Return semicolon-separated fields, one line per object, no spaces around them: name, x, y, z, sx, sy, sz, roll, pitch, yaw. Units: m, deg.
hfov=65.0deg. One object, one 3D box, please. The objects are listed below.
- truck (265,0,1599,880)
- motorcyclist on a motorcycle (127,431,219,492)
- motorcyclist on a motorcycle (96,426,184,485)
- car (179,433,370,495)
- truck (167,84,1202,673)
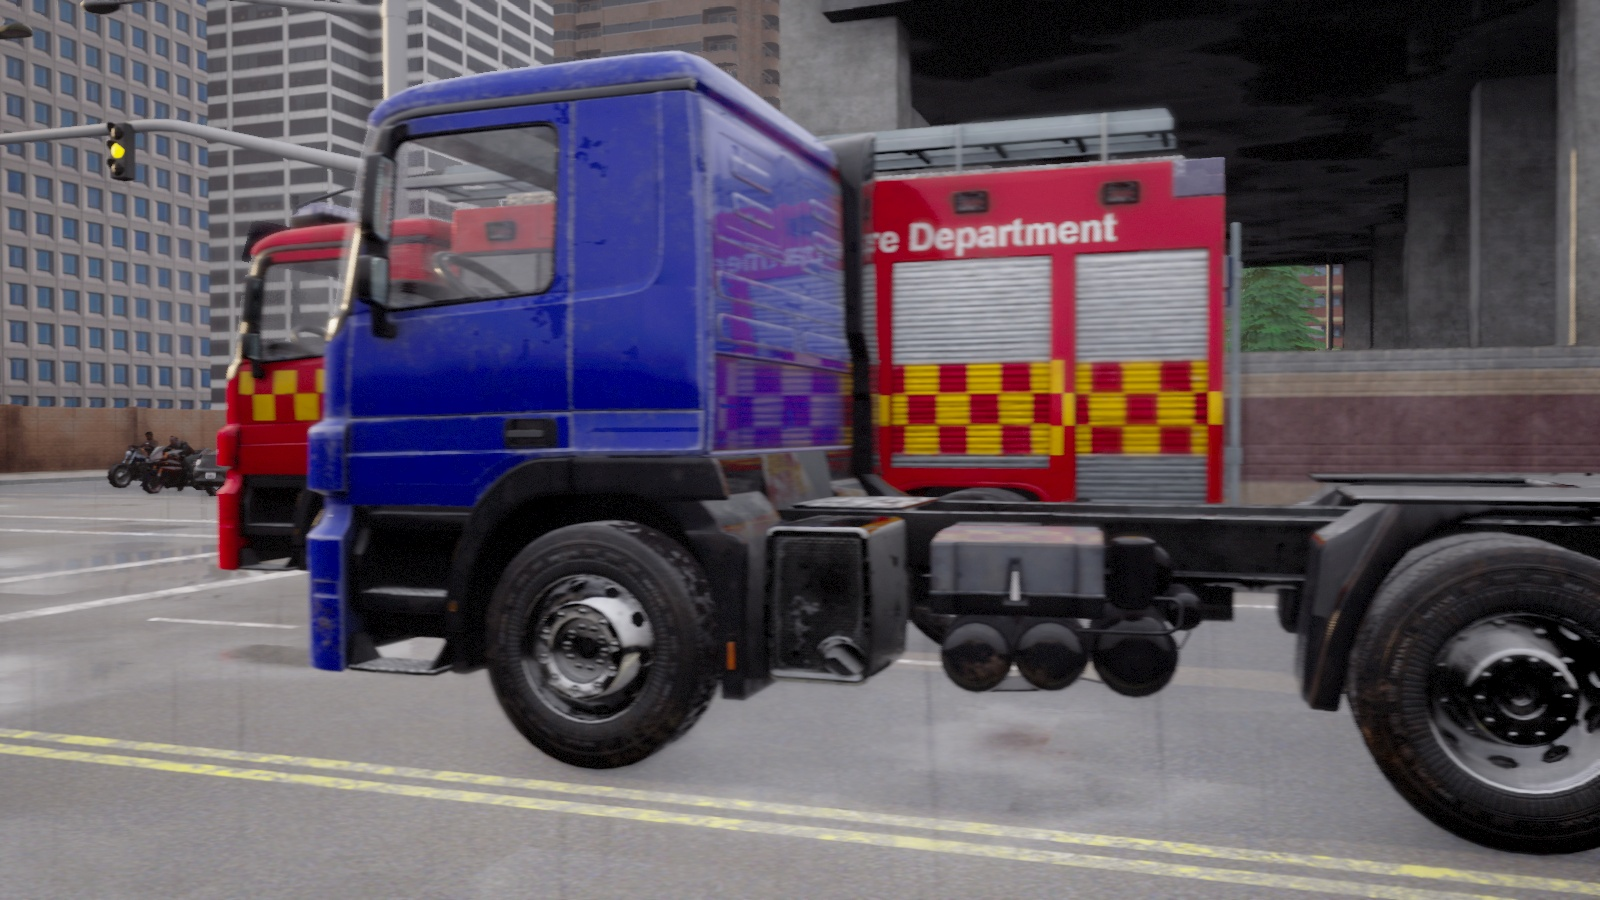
truck;1.571;-0.251;6.341;7.936;3.462;2.891;1;1;19
motorcyclist on a motorcycle;-16.429;0.272;32.968;0.866;1.530;2.191;1;1;19
motorcyclist on a motorcycle;-19.001;0.125;36.235;0.766;1.649;2.350;1;1;19
car;-13.144;0.294;31.758;1.812;1.442;4.674;1;1;19
truck;-0.993;-0.516;10.888;8.468;3.827;2.891;1;1;19
